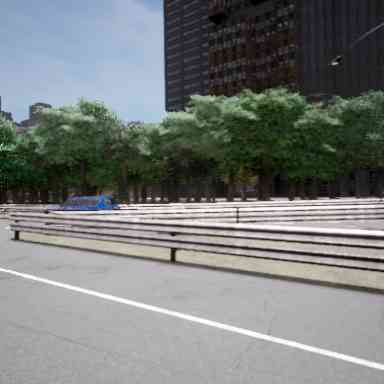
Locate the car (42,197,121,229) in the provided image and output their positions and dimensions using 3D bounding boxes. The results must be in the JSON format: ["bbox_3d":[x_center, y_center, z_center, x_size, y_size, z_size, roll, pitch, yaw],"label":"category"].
[{"bbox_3d":[-7.762,1.369,23.336,5.566,2.045,2.150,-1,0,15],"label":"car"}]
